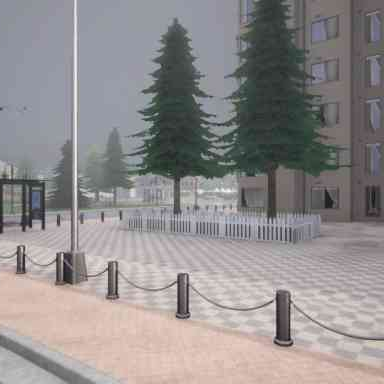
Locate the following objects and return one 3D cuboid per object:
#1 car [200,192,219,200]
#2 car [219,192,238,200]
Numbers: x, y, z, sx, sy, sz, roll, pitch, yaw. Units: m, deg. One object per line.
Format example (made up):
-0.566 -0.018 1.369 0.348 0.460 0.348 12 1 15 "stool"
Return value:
5.155 1.384 91.423 3.806 1.475 1.970 0 0 35 "car"
9.519 1.374 84.721 3.633 1.501 1.845 0 0 35 "car"
